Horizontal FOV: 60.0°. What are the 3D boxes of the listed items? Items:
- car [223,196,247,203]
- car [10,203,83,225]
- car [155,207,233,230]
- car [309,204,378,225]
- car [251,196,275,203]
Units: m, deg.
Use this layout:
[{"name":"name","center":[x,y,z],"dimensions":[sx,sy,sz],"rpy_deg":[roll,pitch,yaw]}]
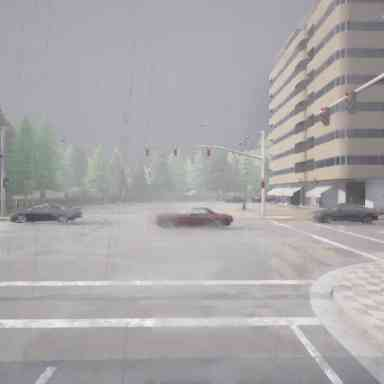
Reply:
[{"name":"car","center":[8.858,1.546,68.251],"dimensions":[5.357,1.411,2.033],"rpy_deg":[0,0,-38]},{"name":"car","center":[-10.340,1.532,23.825],"dimensions":[4.902,1.511,2.128],"rpy_deg":[0,0,-1]},{"name":"car","center":[0.088,1.614,20.502],"dimensions":[4.718,1.301,1.895],"rpy_deg":[0,0,-1]},{"name":"car","center":[10.970,1.581,24.173],"dimensions":[4.674,1.442,1.812],"rpy_deg":[0,0,-1]},{"name":"car","center":[14.171,1.524,67.955],"dimensions":[4.674,1.442,1.812],"rpy_deg":[0,0,-34]}]
